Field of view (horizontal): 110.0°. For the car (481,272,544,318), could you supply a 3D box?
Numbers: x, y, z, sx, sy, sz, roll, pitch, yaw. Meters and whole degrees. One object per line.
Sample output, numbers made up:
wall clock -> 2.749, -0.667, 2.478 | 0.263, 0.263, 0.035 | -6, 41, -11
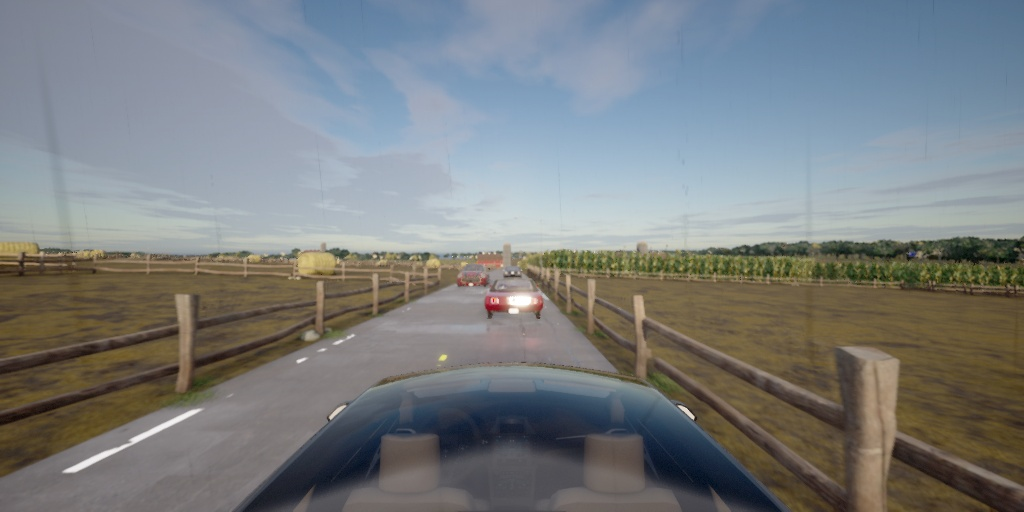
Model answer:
car -> 0.071, 1.460, 13.470 | 1.895, 1.301, 4.718 | 0, -1, 0

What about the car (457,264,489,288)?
car -> -2.775, 1.362, 26.537 | 2.097, 1.767, 4.553 | 0, -1, 0

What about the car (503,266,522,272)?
car -> 0.062, 1.698, 36.633 | 2.033, 1.411, 5.357 | 0, -1, 0
